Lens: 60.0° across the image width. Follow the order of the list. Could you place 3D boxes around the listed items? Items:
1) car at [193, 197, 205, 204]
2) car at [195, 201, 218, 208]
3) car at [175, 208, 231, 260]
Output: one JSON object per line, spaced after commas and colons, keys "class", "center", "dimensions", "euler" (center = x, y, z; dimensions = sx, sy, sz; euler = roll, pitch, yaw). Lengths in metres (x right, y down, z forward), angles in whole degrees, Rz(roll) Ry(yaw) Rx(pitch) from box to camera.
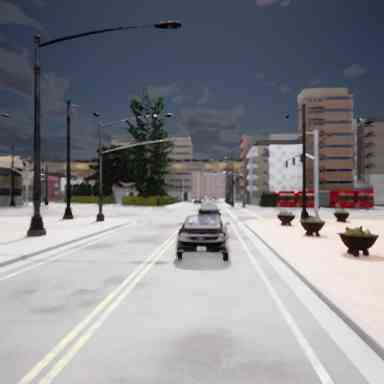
{"class": "car", "center": [1.452, 2.344, 82.239], "dimensions": [1.994, 1.385, 4.181], "euler": [0, -1, 4]}
{"class": "car", "center": [1.447, 1.781, 27.999], "dimensions": [1.837, 1.490, 4.892], "euler": [0, 0, 4]}
{"class": "car", "center": [0.477, 1.620, 13.033], "dimensions": [2.128, 1.511, 4.902], "euler": [0, 0, 4]}
